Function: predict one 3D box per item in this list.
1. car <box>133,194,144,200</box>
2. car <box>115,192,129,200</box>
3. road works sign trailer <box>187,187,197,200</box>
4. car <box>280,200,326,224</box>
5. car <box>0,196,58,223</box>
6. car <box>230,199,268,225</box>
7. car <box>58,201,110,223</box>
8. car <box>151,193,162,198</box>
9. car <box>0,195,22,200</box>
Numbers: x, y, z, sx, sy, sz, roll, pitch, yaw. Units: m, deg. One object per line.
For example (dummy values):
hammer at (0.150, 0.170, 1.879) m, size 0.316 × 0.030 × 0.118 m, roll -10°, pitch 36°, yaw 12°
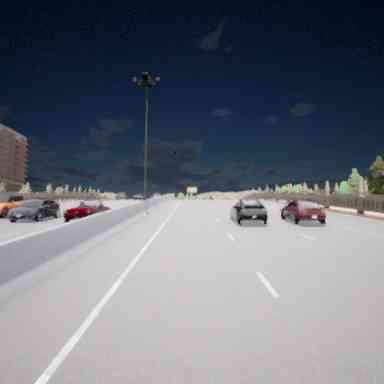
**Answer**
car at (-10.487, 1.010, 65.740) m, size 1.895 × 1.301 × 4.718 m, roll 0°, pitch -2°, yaw 0°
car at (-13.988, 0.810, 66.653) m, size 2.097 × 1.767 × 4.553 m, roll 0°, pitch -2°, yaw 0°
road works sign trailer at (0.017, 0.569, 77.023) m, size 2.380 × 3.560 × 2.880 m, roll 0°, pitch -5°, yaw 0°
car at (7.097, 1.230, 21.531) m, size 1.812 × 1.442 × 4.674 m, roll 0°, pitch 1°, yaw 0°
car at (-10.594, 1.191, 22.711) m, size 1.837 × 1.490 × 4.892 m, roll 0°, pitch 1°, yaw 0°
car at (3.595, 1.196, 21.521) m, size 2.128 × 1.511 × 4.902 m, roll 0°, pitch 1°, yaw 0°
car at (-7.095, 1.289, 22.658) m, size 1.895 × 1.301 × 4.718 m, roll 0°, pitch 1°, yaw 0°
car at (-6.990, 0.920, 65.788) m, size 2.128 × 1.511 × 4.902 m, roll 0°, pitch -2°, yaw 0°
car at (-14.091, 1.010, 24.724) m, size 2.097 × 1.767 × 4.553 m, roll 0°, pitch 1°, yaw 0°
